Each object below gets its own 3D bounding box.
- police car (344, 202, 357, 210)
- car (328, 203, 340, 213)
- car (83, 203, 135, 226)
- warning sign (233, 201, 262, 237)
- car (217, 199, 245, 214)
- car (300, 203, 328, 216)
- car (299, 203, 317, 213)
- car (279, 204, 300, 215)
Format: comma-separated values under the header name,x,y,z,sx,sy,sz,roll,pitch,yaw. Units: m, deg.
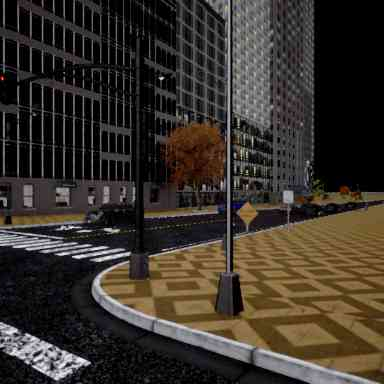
name,x,y,z,sx,sy,sz,roll,pitch,yaw
police car,31.505,2.738,65.842,1.930,1.638,5.238,0,-1,33
car,23.089,2.574,54.707,1.837,1.490,4.892,0,-1,33
car,-6.566,1.710,27.040,2.097,1.767,4.553,0,-1,33
warning sign,3.102,1.454,18.567,1.300,1.860,1.060,1,1,33
car,5.568,1.979,45.837,2.150,2.045,5.566,0,-1,33
car,16.156,2.349,43.938,1.837,1.490,4.892,0,-1,33
car,19.135,2.533,54.745,1.837,1.490,4.892,0,-1,33
car,13.820,2.401,46.406,2.033,1.411,5.357,0,-1,33
